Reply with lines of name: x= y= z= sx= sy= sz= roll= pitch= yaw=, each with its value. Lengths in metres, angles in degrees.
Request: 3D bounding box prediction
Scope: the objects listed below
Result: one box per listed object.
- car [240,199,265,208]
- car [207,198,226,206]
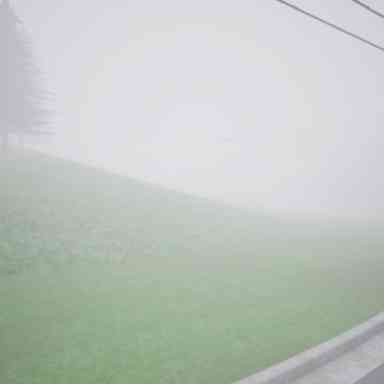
car: x=10.558 y=2.007 z=58.384 sx=1.882 sy=1.535 sz=5.008 roll=1 pitch=-1 yaw=-31
car: x=5.113 y=1.904 z=67.231 sx=2.097 sy=1.767 sz=4.553 roll=1 pitch=-1 yaw=-36
